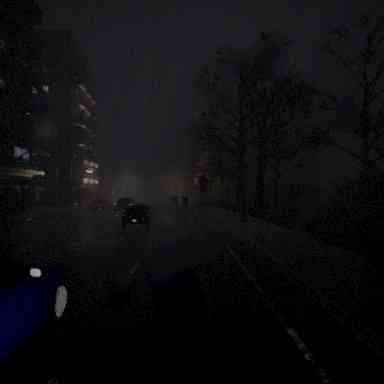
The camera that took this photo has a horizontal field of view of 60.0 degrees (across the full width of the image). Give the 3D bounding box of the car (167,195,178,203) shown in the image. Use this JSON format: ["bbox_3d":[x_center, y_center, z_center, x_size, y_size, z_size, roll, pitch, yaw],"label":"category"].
[{"bbox_3d":[-4.178,1.591,75.058,1.837,1.490,4.892,0,0,-7],"label":"car"}]

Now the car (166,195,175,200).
[{"bbox_3d":[-5.713,1.510,88.330,1.895,1.301,4.718,0,0,-8],"label":"car"}]

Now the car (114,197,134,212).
[{"bbox_3d":[-7.780,1.412,38.996,2.097,1.767,4.553,0,0,-3],"label":"car"}]

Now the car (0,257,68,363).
[{"bbox_3d":[-3.186,1.486,4.136,1.882,1.535,5.008,0,0,0],"label":"car"}]

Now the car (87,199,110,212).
[{"bbox_3d":[-11.059,1.541,39.419,1.882,1.535,5.008,0,0,-3],"label":"car"}]

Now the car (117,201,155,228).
[{"bbox_3d":[-3.570,1.561,22.470,1.812,1.442,4.674,0,0,-2],"label":"car"}]

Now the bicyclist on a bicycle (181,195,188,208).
[{"bbox_3d":[-0.811,1.432,47.442,0.659,1.776,1.843,0,0,-4],"label":"bicyclist on a bicycle"}]

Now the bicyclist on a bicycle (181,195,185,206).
[{"bbox_3d":[-1.503,1.441,56.493,0.659,1.776,1.843,0,0,-5],"label":"bicyclist on a bicycle"}]
